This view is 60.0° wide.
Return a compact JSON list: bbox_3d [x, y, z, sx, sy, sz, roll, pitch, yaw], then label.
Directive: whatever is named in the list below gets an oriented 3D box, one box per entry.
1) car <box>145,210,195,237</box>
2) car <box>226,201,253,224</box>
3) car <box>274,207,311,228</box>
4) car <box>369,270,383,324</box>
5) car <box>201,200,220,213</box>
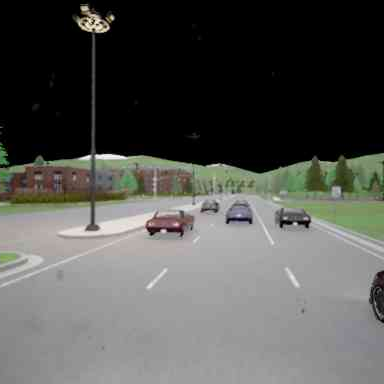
[{"bbox_3d":[-1.036,1.623,18.431,1.895,1.301,4.718,0,0,9],"label":"car"},{"bbox_3d":[3.637,1.618,25.530,1.994,1.385,4.181,0,0,9],"label":"car"},{"bbox_3d":[6.717,1.664,22.667,1.895,1.301,4.718,0,0,9],"label":"car"},{"bbox_3d":[4.129,1.589,4.456,1.994,1.385,4.181,0,0,6],"label":"car"},{"bbox_3d":[2.152,1.614,38.442,2.033,1.411,5.357,0,0,9],"label":"car"}]
